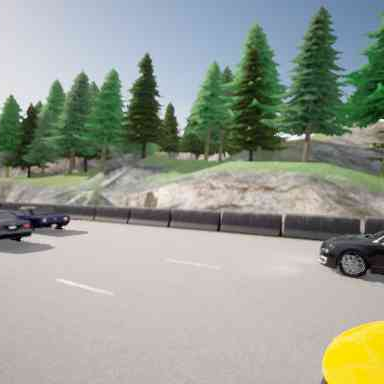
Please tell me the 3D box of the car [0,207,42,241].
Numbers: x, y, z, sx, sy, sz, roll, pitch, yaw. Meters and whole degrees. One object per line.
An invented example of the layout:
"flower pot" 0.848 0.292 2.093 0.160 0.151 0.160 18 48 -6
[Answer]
"car" -9.197 1.447 14.684 5.357 1.411 2.033 0 0 35

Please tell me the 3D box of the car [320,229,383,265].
"car" 5.843 1.504 8.425 4.892 1.490 1.837 0 0 35

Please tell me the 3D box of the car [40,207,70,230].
"car" -9.104 1.485 18.891 4.718 1.301 1.895 0 0 35

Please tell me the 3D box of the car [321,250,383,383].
"car" 3.290 1.489 1.668 5.008 1.535 1.882 1 0 35
